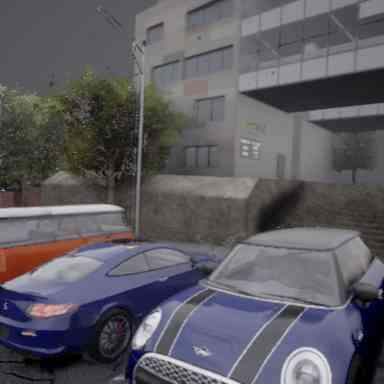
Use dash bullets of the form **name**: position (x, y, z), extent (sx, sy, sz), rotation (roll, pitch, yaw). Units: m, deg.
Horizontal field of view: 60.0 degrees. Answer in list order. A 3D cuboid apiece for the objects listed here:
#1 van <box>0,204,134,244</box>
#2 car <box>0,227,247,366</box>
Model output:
- **van**: position (-3.217, 1.312, 7.728), extent (1.878, 1.987, 4.442), rotation (-1, 0, 36)
- **car**: position (-1.012, 1.555, 6.006), extent (2.002, 1.452, 4.674), rotation (-1, 0, 36)
